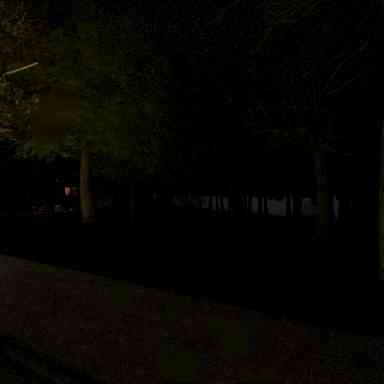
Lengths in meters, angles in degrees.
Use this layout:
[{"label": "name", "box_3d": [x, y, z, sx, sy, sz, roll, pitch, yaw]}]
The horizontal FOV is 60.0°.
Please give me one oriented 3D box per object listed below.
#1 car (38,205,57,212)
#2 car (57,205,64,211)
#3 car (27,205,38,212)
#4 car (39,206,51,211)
[{"label": "car", "box_3d": [-33.409, 3.879, 77.215, 1.837, 1.490, 4.892, 0, -2, -9]}, {"label": "car", "box_3d": [-35.123, 4.230, 87.498, 2.128, 1.511, 4.902, 0, -2, -9]}, {"label": "car", "box_3d": [-36.677, 3.904, 77.058, 1.837, 1.490, 4.892, 0, -2, -9]}, {"label": "car", "box_3d": [-38.328, 4.267, 86.963, 1.994, 1.385, 4.181, 0, -2, -9]}]
